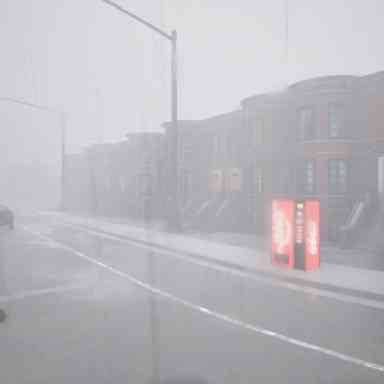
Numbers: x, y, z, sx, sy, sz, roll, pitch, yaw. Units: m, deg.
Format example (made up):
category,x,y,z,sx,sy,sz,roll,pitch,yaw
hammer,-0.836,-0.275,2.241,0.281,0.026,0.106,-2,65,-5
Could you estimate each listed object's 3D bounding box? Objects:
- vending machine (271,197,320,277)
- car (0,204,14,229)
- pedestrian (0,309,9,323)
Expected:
category,x,y,z,sx,sy,sz,roll,pitch,yaw
vending machine,2.941,1.195,9.479,1.100,2.100,0.880,0,0,-40
car,-12.477,1.478,20.782,1.882,1.535,5.008,0,0,-36
pedestrian,-3.426,1.674,5.543,0.500,1.100,0.500,0,0,-38
